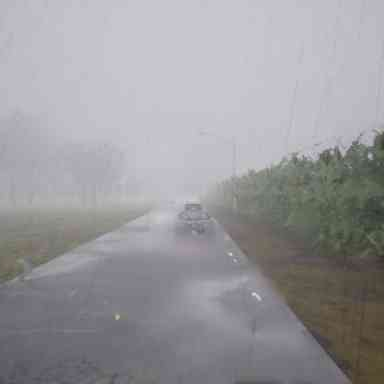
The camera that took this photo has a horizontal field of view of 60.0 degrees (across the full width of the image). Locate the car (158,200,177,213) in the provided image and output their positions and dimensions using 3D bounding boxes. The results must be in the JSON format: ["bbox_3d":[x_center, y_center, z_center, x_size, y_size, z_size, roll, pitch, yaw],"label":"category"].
[{"bbox_3d":[-2.769,1.628,37.641,1.895,1.301,4.718,0,0,1],"label":"car"}]

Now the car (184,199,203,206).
[{"bbox_3d":[0.148,1.503,35.768,1.882,1.535,5.008,0,0,0],"label":"car"}]

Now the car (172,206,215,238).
[{"bbox_3d":[0.117,1.612,17.536,1.895,1.301,4.718,0,0,0],"label":"car"}]
